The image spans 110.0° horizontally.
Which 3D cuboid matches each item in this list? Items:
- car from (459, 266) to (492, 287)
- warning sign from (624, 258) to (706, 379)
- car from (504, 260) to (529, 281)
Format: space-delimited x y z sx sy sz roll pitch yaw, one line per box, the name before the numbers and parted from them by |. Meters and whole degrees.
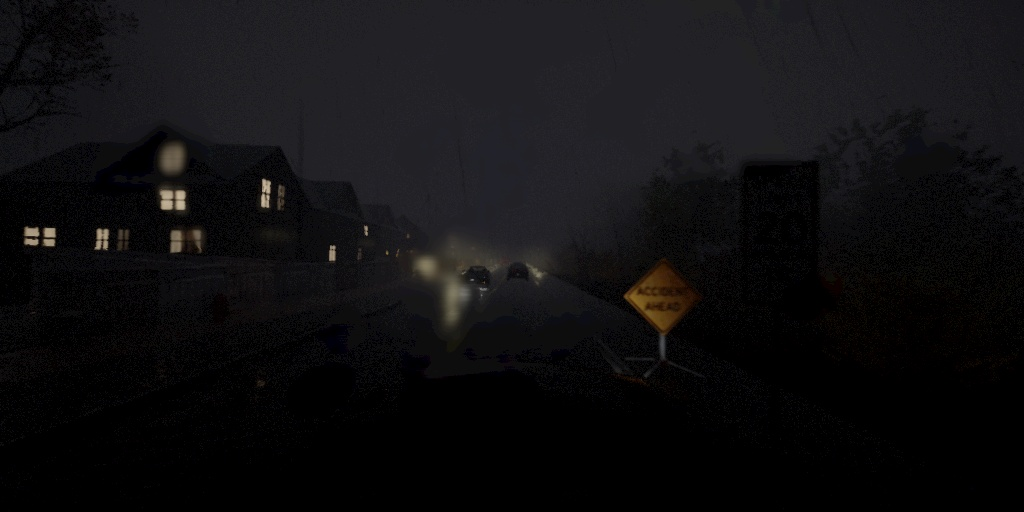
car | -2.470 1.408 25.278 1.994 1.385 4.181 1 0 1
warning sign | 2.534 0.960 6.044 1.300 1.860 1.060 0 0 1
car | 0.558 1.440 33.312 1.882 1.535 5.008 1 0 1
